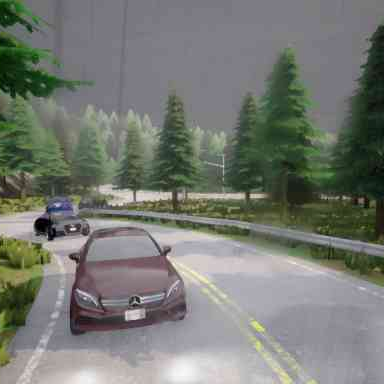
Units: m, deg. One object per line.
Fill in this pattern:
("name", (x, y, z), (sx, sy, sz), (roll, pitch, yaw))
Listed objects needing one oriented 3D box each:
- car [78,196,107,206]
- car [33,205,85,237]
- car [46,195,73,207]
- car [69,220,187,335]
("car", (-12.641, 1.287, 42.798), (2.097, 1.767, 4.553), (2, 2, 13))
("car", (-7.022, 1.664, 17.742), (1.994, 1.385, 4.181), (-4, 2, -38))
("car", (-12.803, 1.325, 32.215), (2.150, 2.045, 5.566), (-1, 0, -18))
("car", (-1.509, 1.522, 7.035), (1.812, 1.442, 4.674), (-2, 0, -17))
